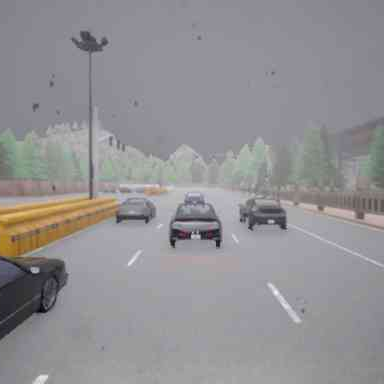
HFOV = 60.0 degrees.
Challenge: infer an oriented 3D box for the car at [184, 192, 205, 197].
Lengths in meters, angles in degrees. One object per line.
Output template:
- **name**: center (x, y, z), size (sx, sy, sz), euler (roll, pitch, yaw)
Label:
- **car**: center (0.223, 0.684, 31.407), size (1.812, 1.442, 4.674), euler (0, 2, 0)

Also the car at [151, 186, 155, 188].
- **car**: center (-10.097, -0.791, 84.023), size (2.128, 1.511, 4.902), euler (0, 2, 0)

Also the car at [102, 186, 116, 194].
- **car**: center (-17.177, -0.539, 68.957), size (2.097, 1.767, 4.553), euler (0, 2, 0)

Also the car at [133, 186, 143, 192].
- **car**: center (-13.596, -0.724, 84.130), size (1.895, 1.301, 4.718), euler (0, 2, 0)

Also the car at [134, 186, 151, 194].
- **car**: center (-10.180, -0.380, 68.460), size (1.837, 1.490, 4.892), euler (0, 2, 0)

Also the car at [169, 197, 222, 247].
- **car**: center (0.130, 1.162, 13.171), size (2.128, 1.511, 4.902), euler (0, 2, 0)

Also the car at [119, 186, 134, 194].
- **car**: center (-13.680, -0.284, 68.452), size (1.895, 1.301, 4.718), euler (0, 2, 0)

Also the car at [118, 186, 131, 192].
- **car**: center (-17.095, -0.785, 84.321), size (2.033, 1.411, 5.357), euler (0, 2, 0)

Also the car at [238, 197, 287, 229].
- **car**: center (3.651, 1.048, 17.695), size (1.837, 1.490, 4.892), euler (0, 2, 0)

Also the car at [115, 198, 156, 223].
- **car**: center (-3.359, 1.031, 20.415), size (1.994, 1.385, 4.181), euler (0, 2, -1)

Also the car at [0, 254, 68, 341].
- **car**: center (-3.398, 1.467, 4.212), size (2.033, 1.411, 5.357), euler (0, 2, 0)
